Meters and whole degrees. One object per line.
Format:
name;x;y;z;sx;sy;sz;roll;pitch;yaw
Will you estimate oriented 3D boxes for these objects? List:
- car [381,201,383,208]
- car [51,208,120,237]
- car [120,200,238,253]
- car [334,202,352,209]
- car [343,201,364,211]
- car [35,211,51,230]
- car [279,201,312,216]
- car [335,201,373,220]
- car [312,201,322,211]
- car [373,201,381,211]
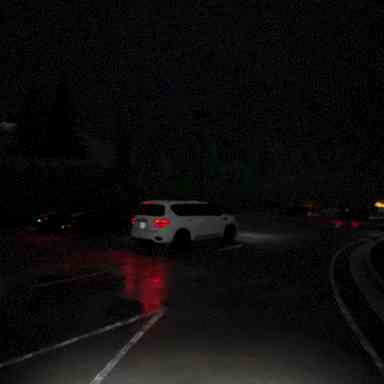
car;34.519;2.283;60.115;1.882;1.535;5.008;0;-1;41
car;-5.408;1.710;19.536;1.812;1.442;4.674;0;-1;41
car;-0.164;1.391;14.899;2.150;2.045;5.566;0;-1;41
car;29.676;2.575;65.211;1.895;1.301;4.718;0;-1;41
car;28.200;2.377;58.045;2.128;1.511;4.902;0;-1;41
car;-8.022;1.755;21.866;1.994;1.385;4.181;0;-1;41
car;12.137;2.028;39.640;1.882;1.535;5.008;0;-1;41
car;16.657;1.874;34.173;2.097;1.767;4.553;0;-1;41
car;19.005;2.233;52.832;1.882;1.535;5.008;0;-1;41
car;27.960;2.422;52.599;1.895;1.301;4.718;0;-1;41
